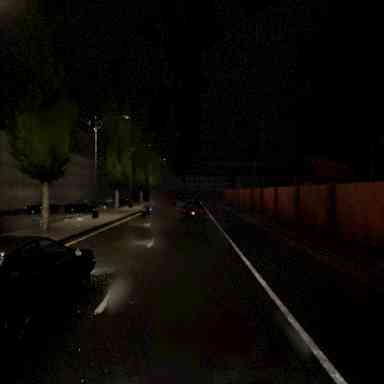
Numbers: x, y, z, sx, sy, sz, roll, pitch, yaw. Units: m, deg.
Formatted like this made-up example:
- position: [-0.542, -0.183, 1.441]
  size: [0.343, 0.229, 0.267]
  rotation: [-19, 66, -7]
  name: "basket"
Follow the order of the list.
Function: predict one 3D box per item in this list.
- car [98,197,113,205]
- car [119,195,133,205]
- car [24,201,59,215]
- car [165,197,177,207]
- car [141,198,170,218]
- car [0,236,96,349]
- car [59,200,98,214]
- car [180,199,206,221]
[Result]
- position: [-15.013, 1.563, 56.958]
  size: [1.895, 1.301, 4.718]
  rotation: [0, 0, 0]
  name: "car"
- position: [-11.512, 1.313, 57.200]
  size: [2.097, 1.767, 4.553]
  rotation: [0, 0, 0]
  name: "car"
- position: [-15.102, 1.578, 33.783]
  size: [1.895, 1.301, 4.718]
  rotation: [0, 0, 0]
  name: "car"
- position: [-3.410, 1.445, 50.589]
  size: [1.882, 1.535, 5.008]
  rotation: [0, 0, 0]
  name: "car"
- position: [-3.406, 1.528, 30.276]
  size: [2.033, 1.411, 5.357]
  rotation: [0, 0, 0]
  name: "car"
- position: [-3.401, 1.543, 6.189]
  size: [2.033, 1.411, 5.357]
  rotation: [0, 0, 0]
  name: "car"
- position: [-11.600, 1.541, 34.279]
  size: [1.994, 1.385, 4.181]
  rotation: [0, 0, 0]
  name: "car"
- position: [0.095, 1.546, 26.857]
  size: [1.994, 1.385, 4.181]
  rotation: [0, 0, 0]
  name: "car"
